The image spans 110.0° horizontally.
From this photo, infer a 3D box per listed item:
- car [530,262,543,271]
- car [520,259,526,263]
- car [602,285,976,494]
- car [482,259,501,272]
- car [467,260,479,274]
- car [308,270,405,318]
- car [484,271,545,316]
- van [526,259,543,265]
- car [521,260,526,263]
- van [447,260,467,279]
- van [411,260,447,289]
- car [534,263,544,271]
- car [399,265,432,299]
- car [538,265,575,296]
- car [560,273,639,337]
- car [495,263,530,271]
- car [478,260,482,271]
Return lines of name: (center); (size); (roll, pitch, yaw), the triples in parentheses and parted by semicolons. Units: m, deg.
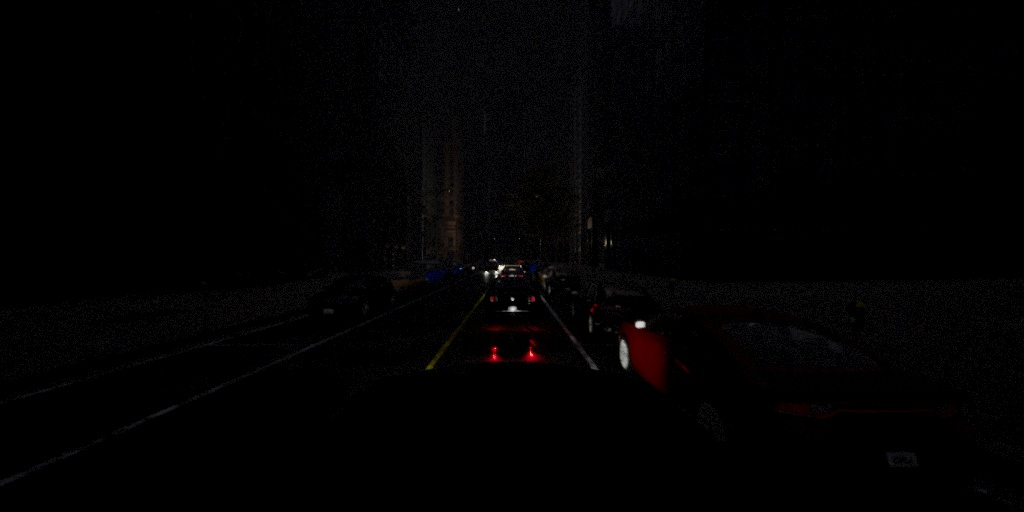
car: (2.772, 1.487, 30.657); (1.948, 1.339, 4.313); (0, 0, 0)
car: (2.781, 1.403, 57.100); (2.192, 1.841, 5.009); (0, 0, 0)
car: (2.763, 1.313, 4.762); (1.888, 1.381, 4.507); (0, 0, 0)
car: (-3.063, 1.576, 54.625); (1.837, 1.490, 4.892); (0, 0, 0)
car: (-5.748, 1.567, 45.922); (2.007, 1.370, 4.403); (0, 0, 0)
car: (-5.759, 1.384, 13.443); (1.948, 1.339, 4.313); (0, 0, 0)
car: (0.045, 1.421, 13.709); (1.895, 1.301, 4.718); (0, 0, 1)
van: (2.776, 1.328, 41.234); (1.690, 1.789, 3.998); (0, 0, 0)
car: (2.779, 1.604, 51.811); (2.007, 1.370, 4.403); (0, 0, 0)
van: (-5.752, 1.289, 35.096); (1.690, 1.789, 3.998); (0, 0, 0)
van: (-5.755, 1.223, 24.269); (1.690, 1.789, 3.998); (0, 0, 0)
car: (2.770, 1.415, 25.537); (1.751, 1.417, 4.829); (0, 0, 0)
car: (-5.757, 1.376, 18.686); (1.751, 1.417, 4.829); (0, 0, 0)
car: (2.768, 1.408, 20.078); (2.007, 1.370, 4.403); (0, 0, 0)
car: (2.765, 1.350, 10.206); (2.007, 1.370, 4.403); (0, 0, 0)
car: (0.036, 1.448, 27.148); (2.033, 1.411, 5.357); (0, 0, 1)
car: (-5.746, 1.633, 51.335); (1.802, 1.307, 4.207); (0, 0, 0)
